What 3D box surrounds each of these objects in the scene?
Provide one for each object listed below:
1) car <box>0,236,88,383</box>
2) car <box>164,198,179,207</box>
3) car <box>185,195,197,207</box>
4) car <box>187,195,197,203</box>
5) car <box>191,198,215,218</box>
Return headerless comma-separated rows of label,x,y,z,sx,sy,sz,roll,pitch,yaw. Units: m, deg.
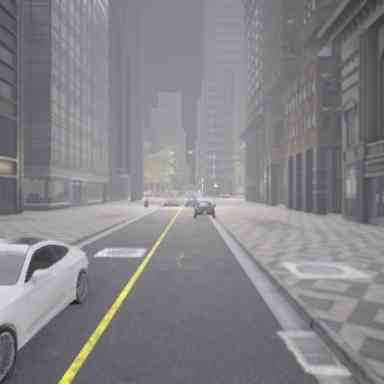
car,-3.085,1.523,5.369,1.812,1.442,4.674,0,0,0
car,-3.040,1.544,49.322,1.994,1.385,4.181,0,0,0
car,0.032,1.505,49.145,1.812,1.442,4.674,0,0,0
car,0.027,1.443,67.089,1.837,1.490,4.892,0,0,0
car,1.061,1.513,29.431,1.812,1.442,4.674,0,0,0
